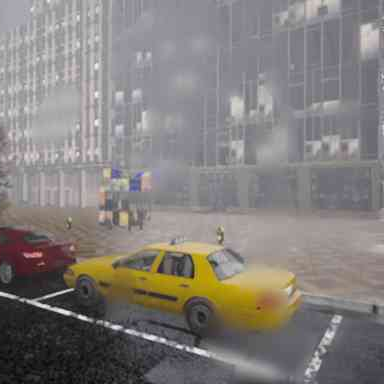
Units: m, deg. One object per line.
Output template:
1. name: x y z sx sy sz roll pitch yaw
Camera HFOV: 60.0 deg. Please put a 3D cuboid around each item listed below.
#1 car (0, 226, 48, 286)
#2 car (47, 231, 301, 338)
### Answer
1. car: -5.013 1.598 9.270 4.206 1.307 1.802 0 0 32
2. car: -0.462 1.536 6.444 4.829 1.417 1.752 0 0 32
